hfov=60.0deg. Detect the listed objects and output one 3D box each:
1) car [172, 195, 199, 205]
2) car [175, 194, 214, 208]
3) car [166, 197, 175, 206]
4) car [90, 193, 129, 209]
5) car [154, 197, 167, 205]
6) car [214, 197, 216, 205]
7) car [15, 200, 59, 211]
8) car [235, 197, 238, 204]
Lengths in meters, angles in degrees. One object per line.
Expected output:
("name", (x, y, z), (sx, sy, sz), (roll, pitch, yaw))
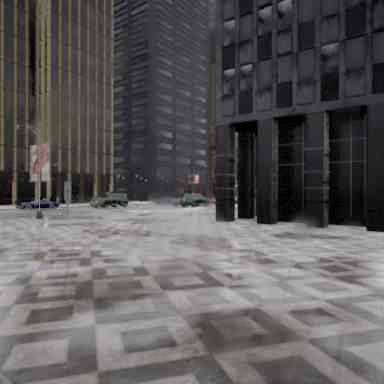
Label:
("car", (-1.116, 1.362, 58.584), (2.128, 1.511, 4.902), (0, 0, 37))
("car", (0.487, 1.261, 49.801), (2.150, 2.045, 5.566), (0, 0, 37))
("car", (-1.160, 1.581, 53.003), (2.033, 1.411, 5.357), (0, 0, 37))
("car", (-11.162, 1.228, 45.290), (2.150, 2.045, 5.566), (0, 0, 37))
("car", (-4.753, 1.585, 59.174), (1.994, 1.385, 4.181), (0, 0, 37))
("car", (4.480, 1.611, 60.648), (1.994, 1.385, 4.181), (0, 0, 37))
("car", (-18.798, 1.589, 40.500), (1.895, 1.301, 4.718), (0, 0, 37))
("car", (6.836, 1.559, 58.369), (1.837, 1.490, 4.892), (0, 0, 37))
